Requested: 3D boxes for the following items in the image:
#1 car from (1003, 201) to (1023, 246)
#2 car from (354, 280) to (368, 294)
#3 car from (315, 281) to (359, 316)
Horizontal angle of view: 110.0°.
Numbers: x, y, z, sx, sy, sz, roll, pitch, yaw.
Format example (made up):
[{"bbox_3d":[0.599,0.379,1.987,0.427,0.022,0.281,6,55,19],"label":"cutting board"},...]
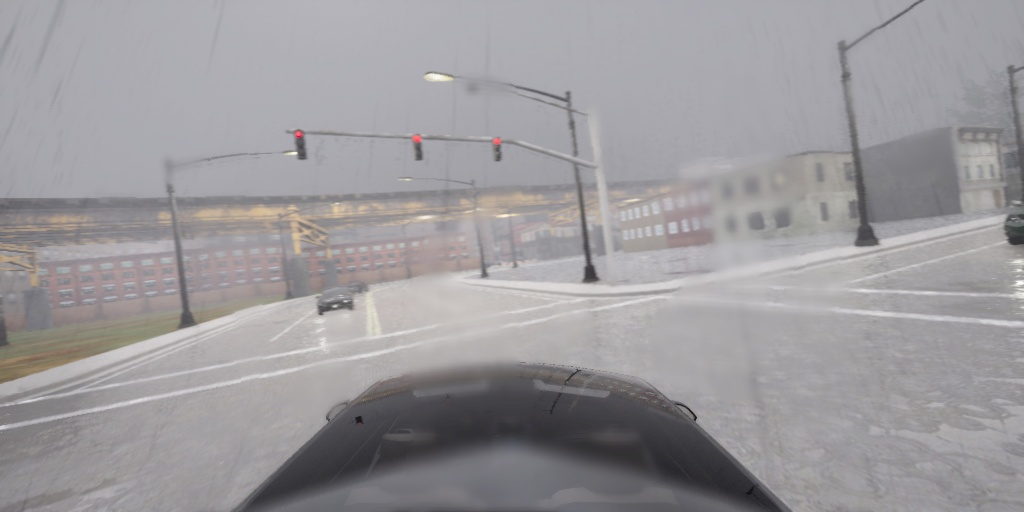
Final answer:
[{"bbox_3d":[20.094,-1.655,12.685,5.566,2.045,2.150,-8,0,-21],"label":"car"},{"bbox_3d":[-17.045,3.396,39.045,2.128,1.511,4.902,-7,0,-10],"label":"car"},{"bbox_3d":[-10.613,2.603,21.827,1.837,1.490,4.892,-7,0,-22],"label":"car"}]
